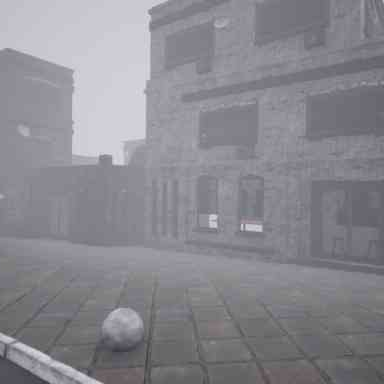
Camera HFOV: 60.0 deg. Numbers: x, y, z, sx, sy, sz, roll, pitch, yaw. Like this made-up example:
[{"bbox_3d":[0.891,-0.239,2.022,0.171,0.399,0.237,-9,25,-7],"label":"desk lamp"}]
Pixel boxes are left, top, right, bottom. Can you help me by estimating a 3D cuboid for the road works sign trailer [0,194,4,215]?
[{"bbox_3d":[-8.732,1.018,13.156,2.880,2.380,3.560,6,-6,-41],"label":"road works sign trailer"}]
